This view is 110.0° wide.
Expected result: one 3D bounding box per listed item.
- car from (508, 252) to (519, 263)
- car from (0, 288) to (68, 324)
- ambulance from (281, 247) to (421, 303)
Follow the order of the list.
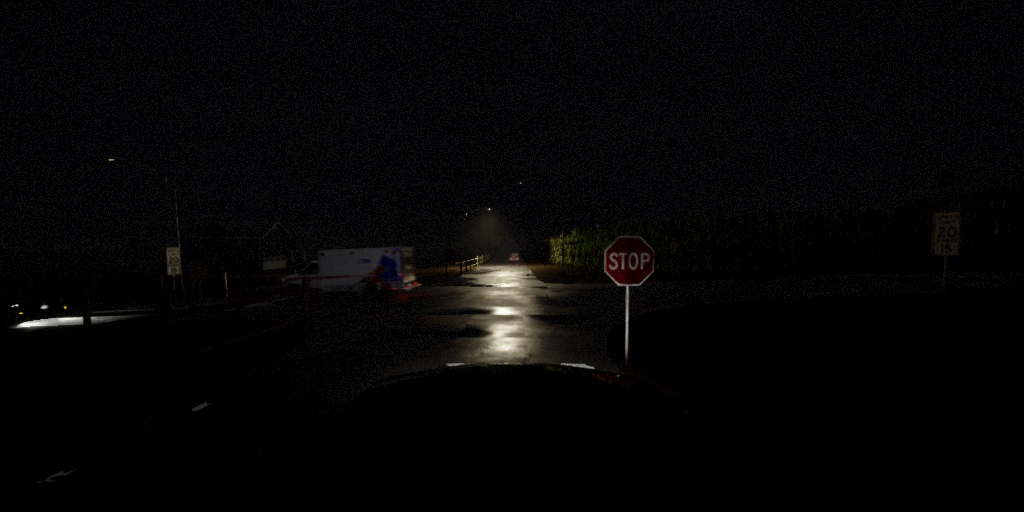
[{"bbox_3d":[0.327,0.488,62.512,1.895,1.301,4.718,0,2,0],"label":"car"},{"bbox_3d":[-21.896,2.070,15.269,4.181,1.385,1.994,-2,2,0],"label":"car"},{"bbox_3d":[-8.048,0.887,18.029,6.366,2.431,2.351,-3,1,0],"label":"ambulance"}]
